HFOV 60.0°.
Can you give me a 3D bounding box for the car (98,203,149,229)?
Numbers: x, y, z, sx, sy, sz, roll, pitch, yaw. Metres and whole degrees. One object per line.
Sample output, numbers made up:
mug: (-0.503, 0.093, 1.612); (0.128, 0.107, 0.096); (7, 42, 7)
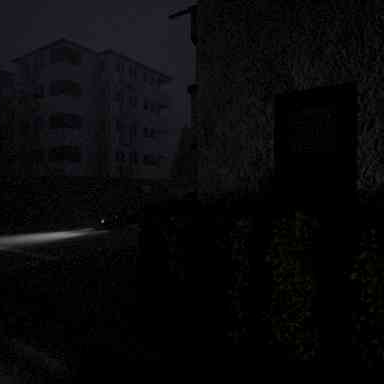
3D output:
car: (-3.929, 1.491, 21.903); (2.128, 1.511, 4.902); (0, 0, 35)
